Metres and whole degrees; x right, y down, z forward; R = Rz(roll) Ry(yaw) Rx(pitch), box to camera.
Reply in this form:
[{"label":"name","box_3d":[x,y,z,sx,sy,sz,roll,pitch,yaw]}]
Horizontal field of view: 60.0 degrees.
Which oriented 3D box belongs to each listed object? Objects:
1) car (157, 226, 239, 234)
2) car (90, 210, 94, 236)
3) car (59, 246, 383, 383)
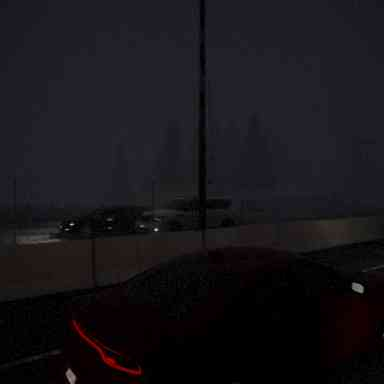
[{"label":"car","box_3d":[-0.036,1.241,16.816,5.566,2.045,2.150,0,0,-35]},{"label":"car","box_3d":[-4.521,1.518,17.934,4.892,1.490,1.837,0,0,-35]},{"label":"car","box_3d":[0.935,1.483,4.415,5.008,1.535,1.882,0,0,-36]}]
